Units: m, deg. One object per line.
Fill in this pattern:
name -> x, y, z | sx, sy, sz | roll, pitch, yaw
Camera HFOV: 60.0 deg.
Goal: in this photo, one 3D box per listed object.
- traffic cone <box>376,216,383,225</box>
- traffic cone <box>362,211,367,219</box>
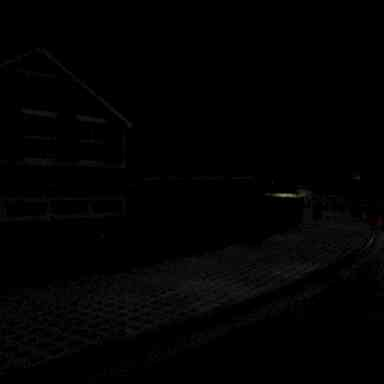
traffic cone -> 12.162, 1.827, 21.571 | 0.340, 0.580, 0.340 | 0, 0, 20
traffic cone -> 13.542, 1.795, 26.075 | 0.340, 0.580, 0.340 | 0, 0, 14
